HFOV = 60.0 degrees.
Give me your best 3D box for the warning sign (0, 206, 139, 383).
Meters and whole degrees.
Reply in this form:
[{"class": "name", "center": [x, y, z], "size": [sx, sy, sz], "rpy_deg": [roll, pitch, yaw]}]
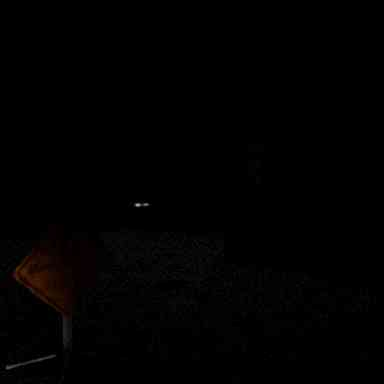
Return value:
[{"class": "warning sign", "center": [-1.488, 1.128, 3.963], "size": [1.060, 1.860, 1.300], "rpy_deg": [-1, 0, 36]}]
